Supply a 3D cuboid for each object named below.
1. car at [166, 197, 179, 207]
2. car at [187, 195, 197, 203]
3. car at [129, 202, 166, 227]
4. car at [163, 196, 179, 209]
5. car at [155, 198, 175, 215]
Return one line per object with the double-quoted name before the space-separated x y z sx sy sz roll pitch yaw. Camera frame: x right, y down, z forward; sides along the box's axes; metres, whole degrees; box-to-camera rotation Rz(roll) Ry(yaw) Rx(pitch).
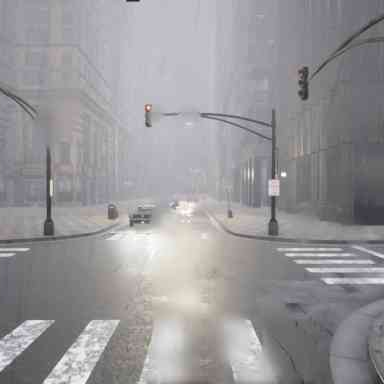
"car" -3.076 1.531 53.187 1.812 1.442 4.674 0 0 0
"car" 0.068 1.366 69.674 2.097 1.767 4.553 0 0 0
"car" -3.110 1.601 23.201 1.895 1.301 4.718 0 0 0
"car" -3.115 1.354 43.146 2.097 1.767 4.553 0 0 0
"car" -3.108 1.564 33.144 1.994 1.385 4.181 0 0 0
